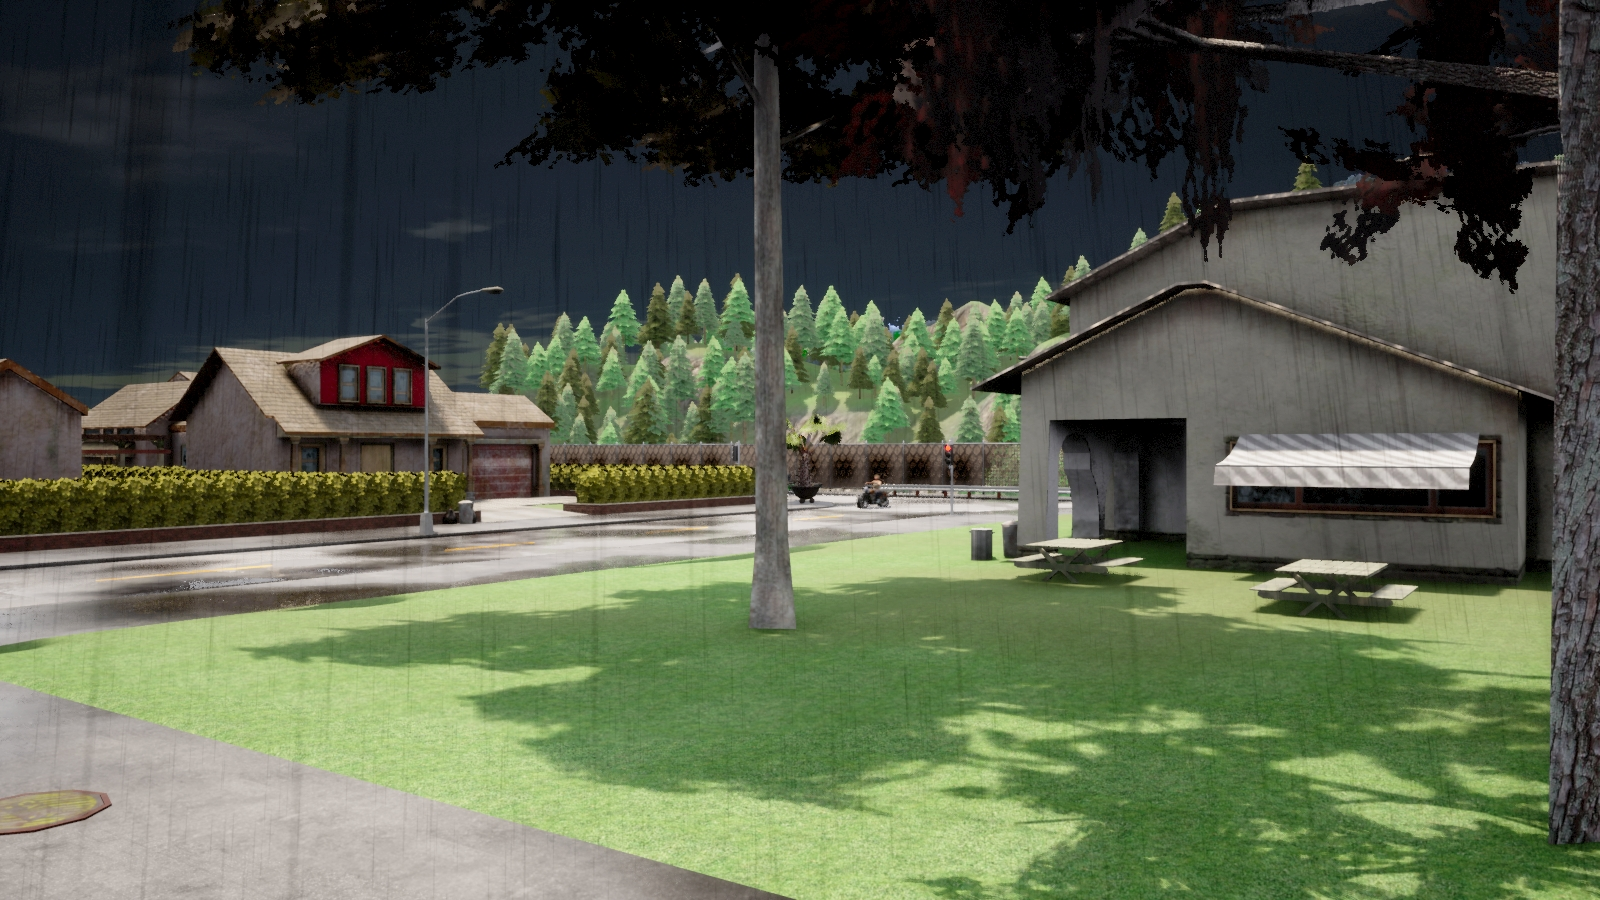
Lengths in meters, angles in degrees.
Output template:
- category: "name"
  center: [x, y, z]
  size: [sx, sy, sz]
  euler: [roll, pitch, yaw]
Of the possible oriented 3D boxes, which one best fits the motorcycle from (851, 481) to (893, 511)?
- category: "motorcycle"
  center: [3.422, 2.155, 54.295]
  size: [0.764, 1.307, 2.356]
  euler: [1, 1, 39]
